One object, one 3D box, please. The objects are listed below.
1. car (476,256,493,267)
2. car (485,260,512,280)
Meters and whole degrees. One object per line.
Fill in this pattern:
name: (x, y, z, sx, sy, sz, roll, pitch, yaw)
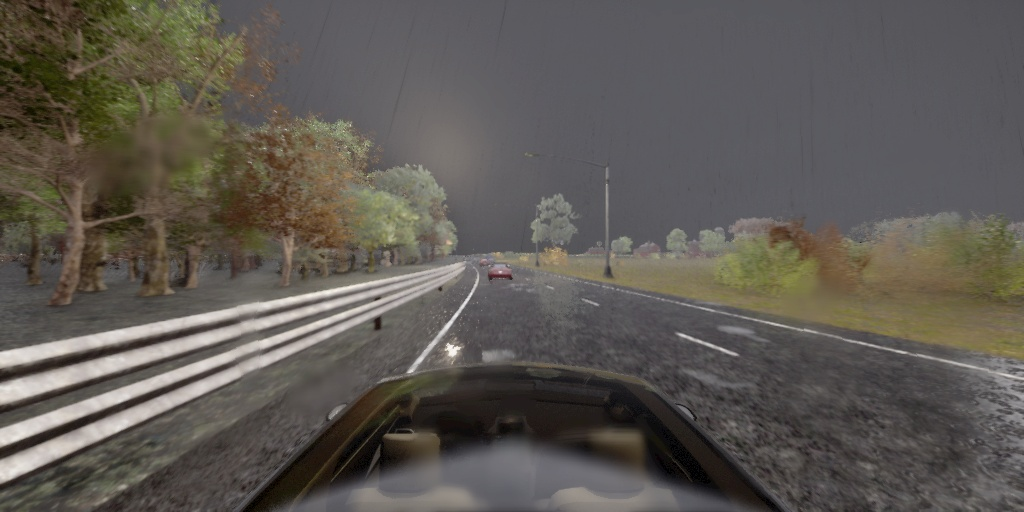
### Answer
car: (-4.834, 1.149, 62.777, 1.812, 1.442, 4.674, 0, 0, -8)
car: (-1.096, 1.267, 31.178, 1.994, 1.385, 4.181, 0, 0, -5)
